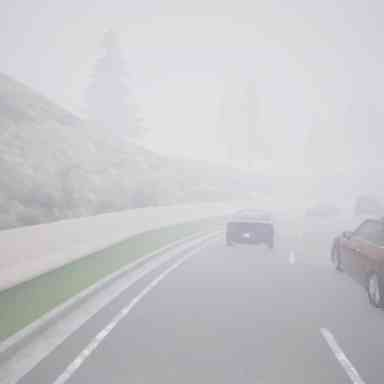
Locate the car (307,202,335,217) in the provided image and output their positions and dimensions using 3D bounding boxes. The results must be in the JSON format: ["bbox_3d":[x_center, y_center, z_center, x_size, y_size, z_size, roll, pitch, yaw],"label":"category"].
[{"bbox_3d":[12.259,1.620,30.860,1.994,1.385,4.181,0,0,41],"label":"car"}]

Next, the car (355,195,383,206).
[{"bbox_3d":[16.616,1.309,30.222,2.150,2.045,5.566,0,0,44],"label":"car"}]

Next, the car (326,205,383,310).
[{"bbox_3d":[4.829,1.378,7.838,2.097,1.767,4.553,1,0,10],"label":"car"}]

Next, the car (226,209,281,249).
[{"bbox_3d":[2.849,1.484,14.865,1.882,1.535,5.008,0,0,19],"label":"car"}]
